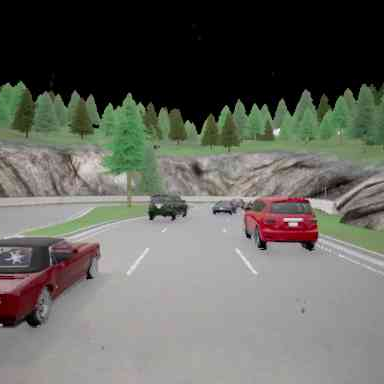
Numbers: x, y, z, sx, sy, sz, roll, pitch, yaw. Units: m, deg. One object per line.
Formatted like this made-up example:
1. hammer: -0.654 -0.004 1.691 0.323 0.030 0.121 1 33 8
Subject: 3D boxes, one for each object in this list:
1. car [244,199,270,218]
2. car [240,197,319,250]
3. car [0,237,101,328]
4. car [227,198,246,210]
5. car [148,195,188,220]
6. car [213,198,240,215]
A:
1. car: 6.334 1.492 31.881 2.128 1.511 4.902 0 0 15
2. car: 3.656 1.224 14.525 2.150 2.045 5.566 0 0 1
3. car: -3.397 1.601 6.969 1.895 1.301 4.718 0 0 0
4. car: 6.009 1.547 44.113 2.033 1.411 5.357 0 0 12
5. car: -1.918 1.223 28.008 2.150 2.045 5.566 0 0 13
6. car: 3.426 1.564 34.360 1.994 1.385 4.181 0 0 15
